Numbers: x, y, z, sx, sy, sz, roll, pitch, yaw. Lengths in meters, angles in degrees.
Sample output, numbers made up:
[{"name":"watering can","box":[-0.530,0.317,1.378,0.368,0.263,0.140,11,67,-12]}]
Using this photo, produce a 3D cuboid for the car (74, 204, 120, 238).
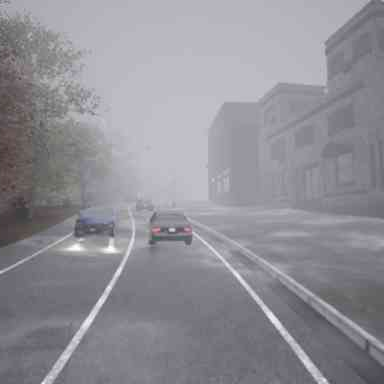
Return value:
[{"name":"car","box":[-4.908,1.446,17.662,1.882,1.535,5.008,1,0,-9]}]

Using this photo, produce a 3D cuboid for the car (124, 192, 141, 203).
[{"name":"car","box":[-10.636,0.954,60.469,2.150,2.045,5.566,-1,0,4]}]

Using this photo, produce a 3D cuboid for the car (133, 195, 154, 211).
[{"name":"car","box":[-5.568,1.457,39.140,1.994,1.385,4.181,1,0,-11]}]

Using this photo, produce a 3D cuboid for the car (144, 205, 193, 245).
[{"name":"car","box":[-1.126,1.555,15.742,2.033,1.411,5.357,1,0,-8]}]
